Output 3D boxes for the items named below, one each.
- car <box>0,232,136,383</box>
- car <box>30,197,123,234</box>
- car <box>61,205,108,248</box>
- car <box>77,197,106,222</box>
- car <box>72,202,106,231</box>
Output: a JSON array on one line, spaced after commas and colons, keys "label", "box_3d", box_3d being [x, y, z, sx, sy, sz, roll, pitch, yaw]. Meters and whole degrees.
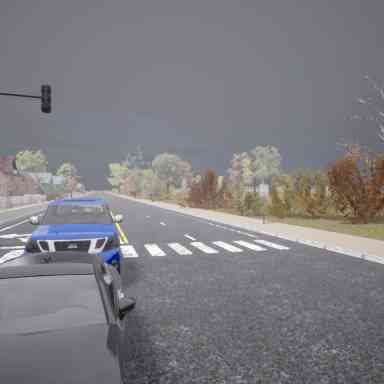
[{"label": "car", "box_3d": [-1.685, 1.524, 3.847, 1.812, 1.442, 4.674, 0, 0, -13]}, {"label": "car", "box_3d": [-3.358, 1.218, 9.927, 2.150, 2.045, 5.566, 0, 0, -16]}, {"label": "car", "box_3d": [-5.049, 1.498, 15.990, 1.837, 1.490, 4.892, 0, 0, -16]}, {"label": "car", "box_3d": [-8.240, 1.337, 27.452, 2.097, 1.767, 4.553, 0, 0, -16]}, {"label": "car", "box_3d": [-6.649, 1.468, 21.727, 1.882, 1.535, 5.008, 0, 0, -16]}]
